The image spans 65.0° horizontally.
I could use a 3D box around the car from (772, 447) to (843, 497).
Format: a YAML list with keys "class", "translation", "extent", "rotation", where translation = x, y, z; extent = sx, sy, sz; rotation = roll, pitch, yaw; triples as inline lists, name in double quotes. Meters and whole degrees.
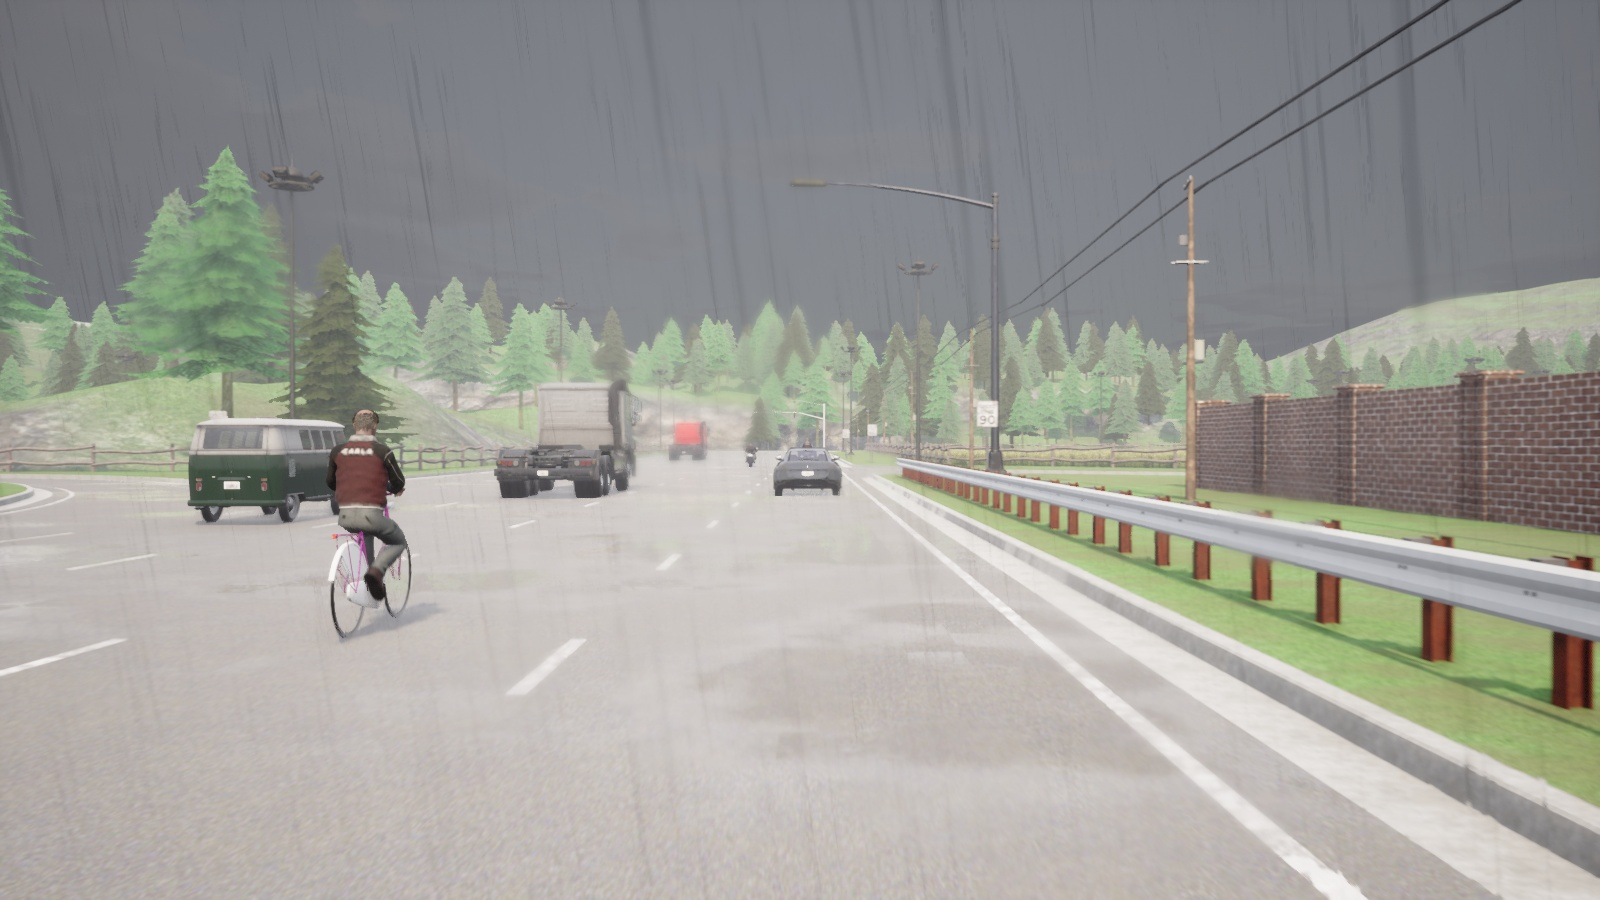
- class: "car"
  translation: [0.225, 0.602, 37.216]
  extent: [1.994, 1.385, 4.181]
  rotation: [0, 0, 0]

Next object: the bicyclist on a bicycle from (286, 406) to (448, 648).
- class: "bicyclist on a bicycle"
  translation: [-3.428, 0.557, 10.119]
  extent: [0.659, 1.776, 1.843]
  rotation: [0, 1, 0]

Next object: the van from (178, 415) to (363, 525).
- class: "van"
  translation: [-10.344, 0.350, 24.938]
  extent: [1.775, 1.987, 4.442]
  rotation: [0, 0, 0]

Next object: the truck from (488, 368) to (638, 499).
- class: "truck"
  translation: [-6.774, -0.450, 37.130]
  extent: [2.891, 3.462, 7.936]
  rotation: [0, 0, 0]
